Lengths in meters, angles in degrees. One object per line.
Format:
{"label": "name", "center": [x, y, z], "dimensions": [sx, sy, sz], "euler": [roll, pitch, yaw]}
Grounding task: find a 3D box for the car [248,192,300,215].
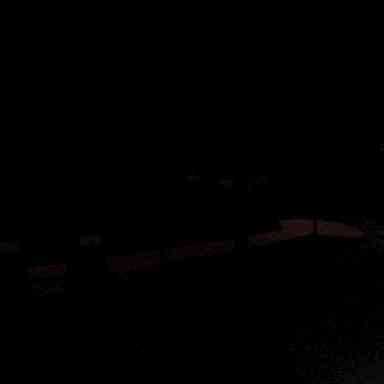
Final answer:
{"label": "car", "center": [7.594, 1.050, 32.271], "dimensions": [5.566, 2.045, 2.150], "euler": [0, 0, 41]}
